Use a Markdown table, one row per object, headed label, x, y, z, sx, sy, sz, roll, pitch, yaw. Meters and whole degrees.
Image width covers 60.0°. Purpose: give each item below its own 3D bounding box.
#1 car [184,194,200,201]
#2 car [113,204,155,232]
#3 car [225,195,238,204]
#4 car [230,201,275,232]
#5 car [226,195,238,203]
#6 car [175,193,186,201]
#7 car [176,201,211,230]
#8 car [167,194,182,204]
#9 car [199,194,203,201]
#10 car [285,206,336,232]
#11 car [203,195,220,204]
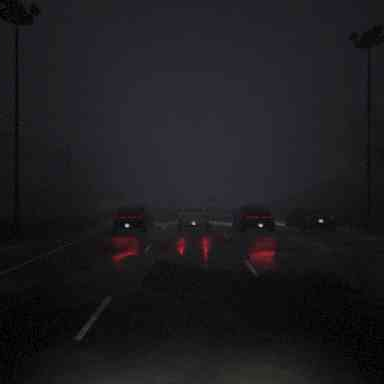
| label | x | y | z | sx | sy | sz | roll | pitch | yaw |
| --- | --- | --- | --- | --- | --- | --- | --- | --- | --- |
| car | 0.028 | 1.575 | 60.928 | 1.895 | 1.301 | 4.718 | 0 | 0 | 2 |
| car | -3.400 | 1.496 | 19.853 | 1.837 | 1.490 | 4.892 | 0 | 0 | 0 |
| car | 7.016 | 1.500 | 60.324 | 1.812 | 1.442 | 4.674 | 0 | 0 | 2 |
| car | 3.601 | 1.496 | 19.864 | 1.837 | 1.490 | 4.892 | 0 | 0 | 0 |
| car | 8.482 | 1.448 | 70.185 | 1.812 | 1.442 | 4.674 | 0 | 0 | 17 |
| car | -2.126 | 1.189 | 71.100 | 2.150 | 2.045 | 5.566 | 0 | 0 | 17 |
| car | 0.086 | 1.517 | 20.844 | 1.812 | 1.442 | 4.674 | 0 | 0 | 0 |
| car | -3.466 | 1.538 | 61.404 | 1.994 | 1.385 | 4.181 | 0 | 0 | 2 |
| car | 1.444 | 1.177 | 70.994 | 2.097 | 1.767 | 4.553 | 0 | 0 | 17 |
| car | 7.100 | 1.556 | 20.313 | 1.994 | 1.385 | 4.181 | 0 | 0 | 0 |
| car | 3.515 | 1.327 | 60.266 | 2.097 | 1.767 | 4.553 | 0 | 0 | 2 |
